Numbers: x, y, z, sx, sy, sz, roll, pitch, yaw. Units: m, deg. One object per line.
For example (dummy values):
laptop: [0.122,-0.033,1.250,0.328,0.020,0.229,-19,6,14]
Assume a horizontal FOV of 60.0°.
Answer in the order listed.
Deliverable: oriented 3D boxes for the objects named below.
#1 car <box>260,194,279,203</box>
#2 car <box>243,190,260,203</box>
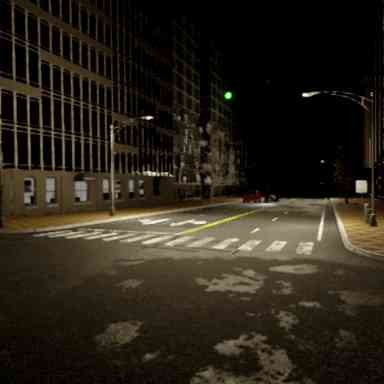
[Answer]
car: [13.139,1.011,54.508,2.128,1.511,4.902,0,0,22]
car: [10.118,0.756,55.709,2.150,2.045,5.566,0,0,22]
